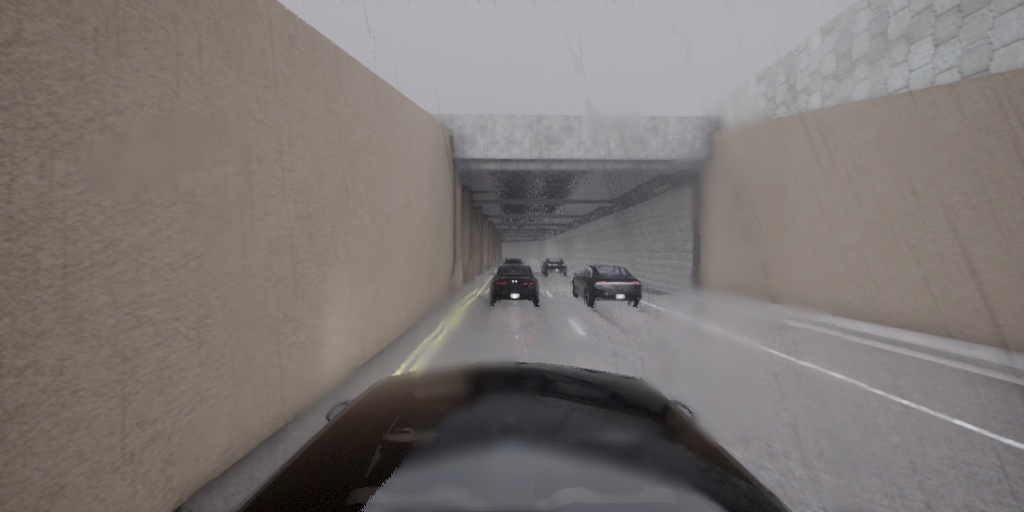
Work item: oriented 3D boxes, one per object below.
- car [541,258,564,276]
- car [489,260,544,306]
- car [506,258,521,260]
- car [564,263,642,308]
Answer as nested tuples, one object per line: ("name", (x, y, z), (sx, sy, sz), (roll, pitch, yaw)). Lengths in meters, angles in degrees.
("car", (3.602, 0.903, 31.181), (2.128, 1.511, 4.902), (0, 1, 0))
("car", (0.102, 1.104, 14.834), (1.837, 1.490, 4.892), (0, 1, 0))
("car", (0.103, 0.916, 31.250), (1.837, 1.490, 4.892), (0, 1, 0))
("car", (3.601, 1.097, 14.320), (2.128, 1.511, 4.902), (0, 1, 0))
